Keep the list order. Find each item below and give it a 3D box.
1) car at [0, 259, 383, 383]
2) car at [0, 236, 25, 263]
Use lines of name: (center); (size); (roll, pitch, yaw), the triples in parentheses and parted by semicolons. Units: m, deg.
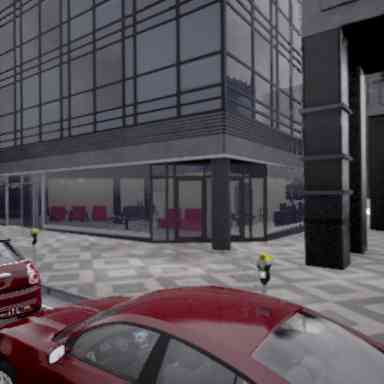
car: (-0.077, 1.546, 2.912); (4.507, 1.381, 1.887); (0, -1, 36)
car: (-4.655, 1.446, 6.179); (4.097, 1.590, 1.967); (0, -1, 36)
